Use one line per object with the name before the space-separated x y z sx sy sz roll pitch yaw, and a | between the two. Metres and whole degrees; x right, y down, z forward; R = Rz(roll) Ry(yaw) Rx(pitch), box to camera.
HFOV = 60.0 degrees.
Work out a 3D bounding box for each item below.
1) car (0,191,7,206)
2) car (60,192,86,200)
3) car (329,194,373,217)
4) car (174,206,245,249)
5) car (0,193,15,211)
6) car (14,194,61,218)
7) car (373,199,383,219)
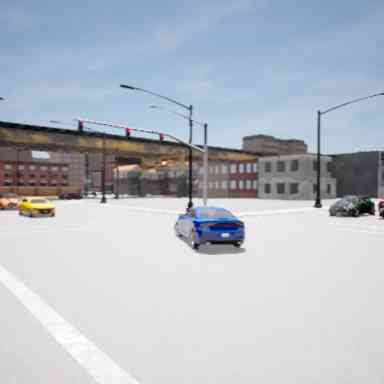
car | -25.048 0.840 42.362 2.097 1.767 4.553 0 1 -35
car | -24.289 0.829 66.923 2.033 1.411 5.357 1 1 26
car | 13.377 1.092 27.710 4.553 1.767 2.097 -1 1 -39
car | 0.594 1.338 14.050 1.882 1.535 5.008 1 0 -13
car | -18.930 0.944 34.628 2.097 1.767 4.553 0 1 -39
car | -12.667 1.173 27.109 1.882 1.535 5.008 0 1 -40
car | 16.398 1.308 25.655 5.357 1.411 2.033 -1 1 -39
